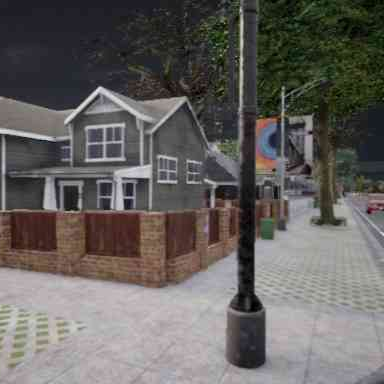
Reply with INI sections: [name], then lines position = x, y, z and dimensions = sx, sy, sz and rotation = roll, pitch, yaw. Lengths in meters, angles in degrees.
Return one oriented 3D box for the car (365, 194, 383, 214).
[car]
position = 19.214, 1.223, 34.351
dimensions = 2.150, 2.045, 5.566
rotation = 1, 0, 24
